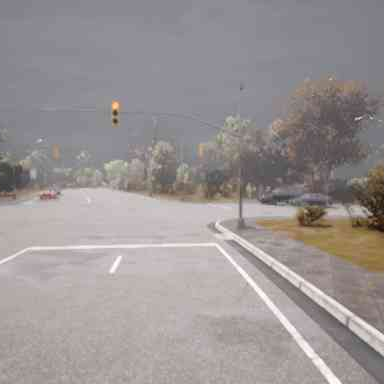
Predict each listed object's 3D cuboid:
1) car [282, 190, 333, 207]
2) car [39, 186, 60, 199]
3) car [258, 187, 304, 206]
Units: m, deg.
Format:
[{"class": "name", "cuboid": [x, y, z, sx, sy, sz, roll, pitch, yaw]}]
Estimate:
[{"class": "car", "cuboid": [12.465, 0.891, 35.066, 4.892, 1.490, 1.837, 1, 1, -17]}, {"class": "car", "cuboid": [-20.330, 0.073, 46.950, 2.097, 1.767, 4.553, -1, 2, -19]}, {"class": "car", "cuboid": [10.357, 0.474, 38.075, 5.566, 2.045, 2.150, 1, 1, -17]}]
